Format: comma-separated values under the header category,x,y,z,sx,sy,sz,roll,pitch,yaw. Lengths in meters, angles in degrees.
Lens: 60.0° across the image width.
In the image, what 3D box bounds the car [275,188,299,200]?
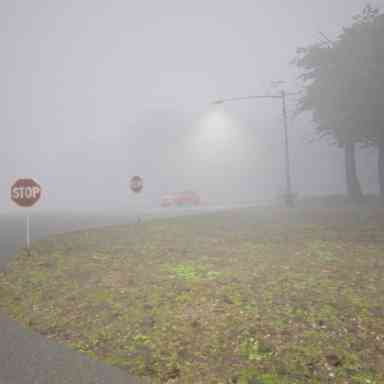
category,x,y,z,sx,sy,sz,roll,pitch,yaw
car,13.282,0.174,46.463,2.097,1.767,4.553,-4,-1,34

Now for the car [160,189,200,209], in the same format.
category,x,y,z,sx,sy,sz,roll,pitch,yaw
car,-1.231,0.755,37.586,2.150,2.045,5.566,-4,-1,34
